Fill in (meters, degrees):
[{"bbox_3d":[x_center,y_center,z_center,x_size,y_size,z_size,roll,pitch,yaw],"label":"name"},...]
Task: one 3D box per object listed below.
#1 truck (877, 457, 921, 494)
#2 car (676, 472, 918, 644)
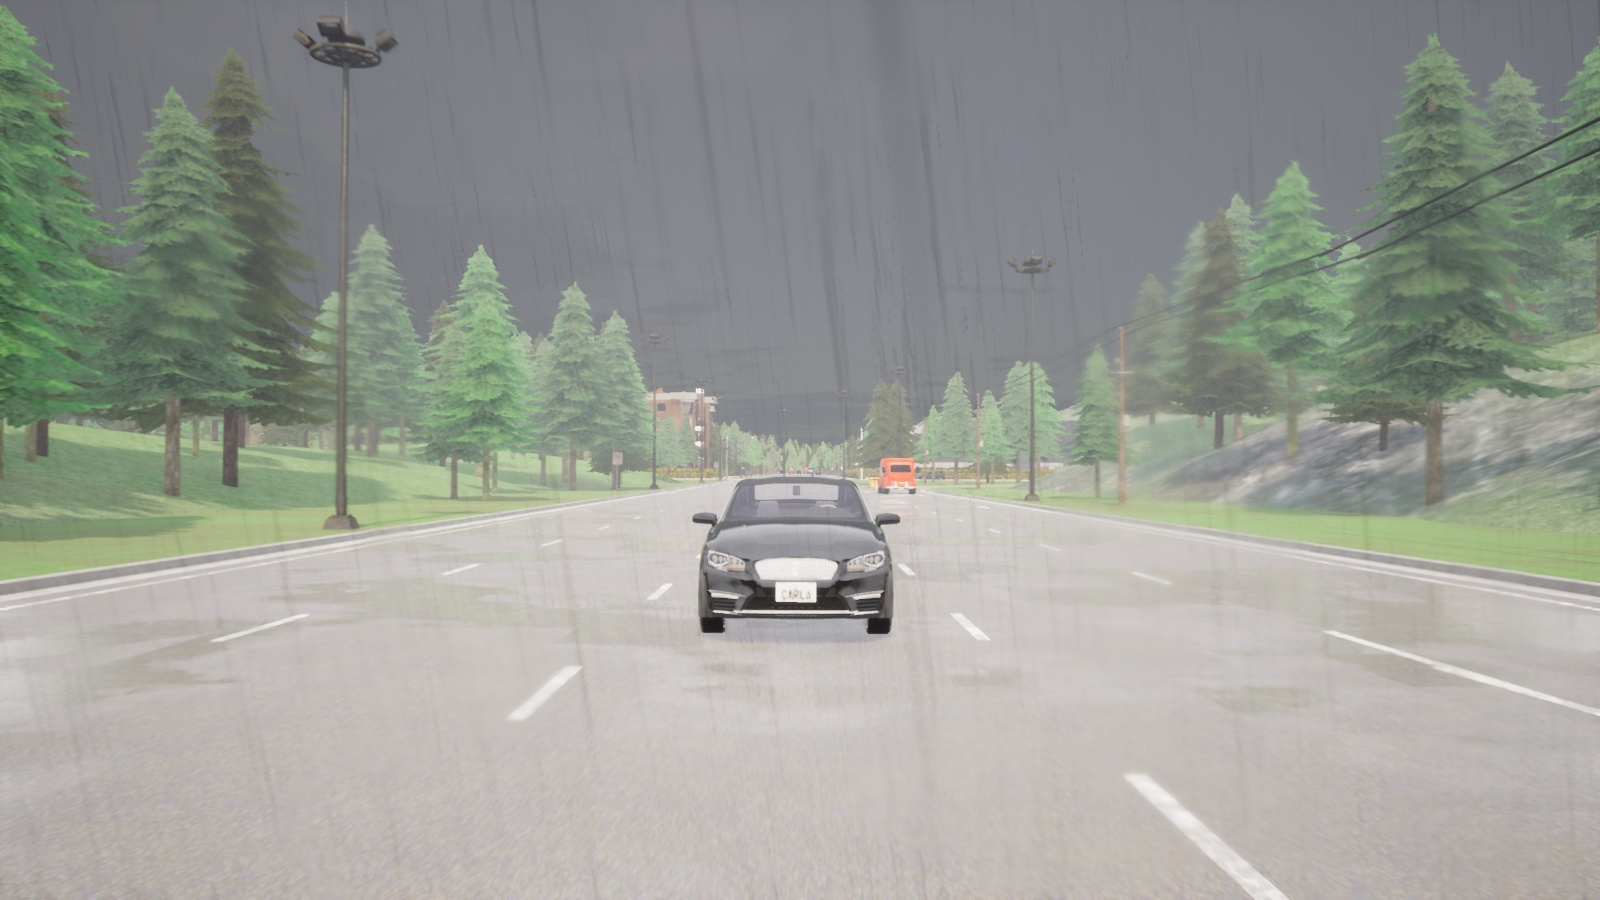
[{"bbox_3d":[6.790,1.751,86.876,2.627,2.467,5.204,0,-1,0],"label":"truck"},{"bbox_3d":[-0.032,0.997,13.547,2.128,1.511,4.902,0,-1,0],"label":"car"}]
